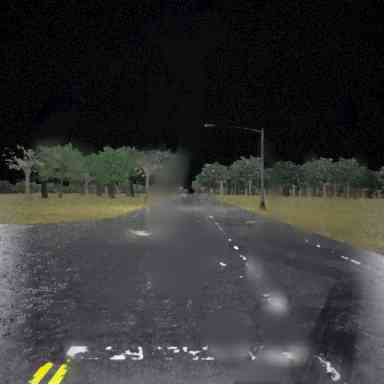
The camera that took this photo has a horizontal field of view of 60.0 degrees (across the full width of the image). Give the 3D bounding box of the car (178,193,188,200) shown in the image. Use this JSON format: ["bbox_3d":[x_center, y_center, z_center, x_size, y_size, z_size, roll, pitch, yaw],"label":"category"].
[{"bbox_3d":[-2.281,1.078,88.230,2.097,1.767,4.553,0,0,7],"label":"car"}]

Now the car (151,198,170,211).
[{"bbox_3d":[-3.554,1.430,38.523,1.837,1.490,4.892,0,0,0],"label":"car"}]
